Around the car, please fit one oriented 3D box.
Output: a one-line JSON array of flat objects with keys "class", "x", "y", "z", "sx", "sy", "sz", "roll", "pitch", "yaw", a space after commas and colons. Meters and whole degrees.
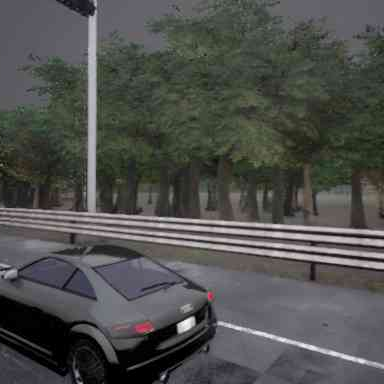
[{"class": "car", "x": -1.694, "y": 1.528, "z": 5.076, "sx": 4.181, "sy": 1.385, "sz": 1.994, "roll": 0, "pitch": 0, "yaw": 36}]
